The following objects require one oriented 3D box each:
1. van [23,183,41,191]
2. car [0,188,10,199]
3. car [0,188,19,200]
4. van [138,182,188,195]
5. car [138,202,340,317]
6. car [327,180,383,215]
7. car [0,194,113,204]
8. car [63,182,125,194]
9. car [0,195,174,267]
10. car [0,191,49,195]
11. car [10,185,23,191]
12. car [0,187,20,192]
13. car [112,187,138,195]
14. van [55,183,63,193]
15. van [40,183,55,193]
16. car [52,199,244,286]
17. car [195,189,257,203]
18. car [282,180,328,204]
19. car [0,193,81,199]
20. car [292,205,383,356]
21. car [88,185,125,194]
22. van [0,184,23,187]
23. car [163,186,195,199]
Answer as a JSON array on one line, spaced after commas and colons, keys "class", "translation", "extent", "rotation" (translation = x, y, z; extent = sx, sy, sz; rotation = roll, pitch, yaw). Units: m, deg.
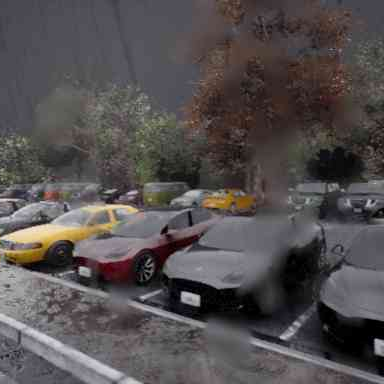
[{"class": "van", "translation": [-15.203, 0.048, 35.889], "extent": [1.878, 1.987, 4.442], "rotation": [0, 3, 37]}, {"class": "car", "translation": [-28.296, 0.318, 45.882], "extent": [2.097, 1.535, 5.008], "rotation": [0, 2, 37]}, {"class": "car", "translation": [-26.082, 0.309, 44.217], "extent": [2.231, 1.521, 4.892], "rotation": [0, 2, 37]}, {"class": "van", "translation": [-1.766, 0.240, 26.092], "extent": [1.878, 1.987, 4.442], "rotation": [1, 3, 37]}, {"class": "car", "translation": [1.407, 1.201, 7.198], "extent": [2.163, 1.488, 4.792], "rotation": [1, 3, 37]}, {"class": "car", "translation": [9.323, 0.390, 17.584], "extent": [2.435, 2.045, 5.566], "rotation": [1, 3, 37]}, {"class": "car", "translation": [-5.232, 1.070, 12.225], "extent": [2.231, 1.521, 4.892], "rotation": [1, 3, 37]}, {"class": "car", "translation": [-8.499, 0.120, 30.964], "extent": [2.435, 2.045, 5.566], "rotation": [1, 3, 37]}, {"class": "car", "translation": [-3.128, 1.107, 10.405], "extent": [1.946, 1.575, 5.366], "rotation": [1, 3, 37]}, {"class": "car", "translation": [-9.787, 1.006, 15.405], "extent": [1.946, 1.575, 5.366], "rotation": [1, 3, 37]}, {"class": "car", "translation": [-17.220, 0.263, 37.567], "extent": [2.097, 1.535, 5.008], "rotation": [0, 2, 37]}, {"class": "car", "translation": [-11.917, 0.844, 17.190], "extent": [2.185, 1.767, 4.553], "rotation": [1, 3, 37]}, {"class": "car", "translation": [-3.948, 0.478, 27.595], "extent": [2.002, 1.452, 4.674], "rotation": [1, 3, 37]}, {"class": "van", "translation": [-10.627, 0.105, 32.744], "extent": [1.878, 1.987, 4.442], "rotation": [1, 3, 37]}, {"class": "van", "translation": [-12.742, 0.073, 34.332], "extent": [1.878, 1.987, 4.442], "rotation": [1, 3, 37]}, {"class": "car", "translation": [-0.813, 1.167, 8.865], "extent": [2.163, 1.488, 4.792], "rotation": [1, 3, 37]}, {"class": "car", "translation": [2.694, 0.539, 22.602], "extent": [2.097, 1.535, 5.008], "rotation": [1, 3, 37]}, {"class": "car", "translation": [7.108, 0.356, 19.247], "extent": [2.435, 2.045, 5.566], "rotation": [1, 3, 37]}, {"class": "car", "translation": [-7.460, 1.037, 13.882], "extent": [2.231, 1.521, 4.892], "rotation": [1, 3, 37]}, {"class": "car", "translation": [3.627, 1.235, 5.531], "extent": [2.163, 1.488, 4.792], "rotation": [1, 3, 37]}, {"class": "car", "translation": [-6.167, 0.405, 29.254], "extent": [2.097, 1.535, 5.008], "rotation": [1, 3, 37]}, {"class": "van", "translation": [-19.513, 0.054, 39.128], "extent": [1.878, 1.987, 4.442], "rotation": [0, 2, 37]}, {"class": "car", "translation": [0.385, 0.544, 24.348], "extent": [2.002, 1.452, 4.674], "rotation": [1, 3, 37]}]
